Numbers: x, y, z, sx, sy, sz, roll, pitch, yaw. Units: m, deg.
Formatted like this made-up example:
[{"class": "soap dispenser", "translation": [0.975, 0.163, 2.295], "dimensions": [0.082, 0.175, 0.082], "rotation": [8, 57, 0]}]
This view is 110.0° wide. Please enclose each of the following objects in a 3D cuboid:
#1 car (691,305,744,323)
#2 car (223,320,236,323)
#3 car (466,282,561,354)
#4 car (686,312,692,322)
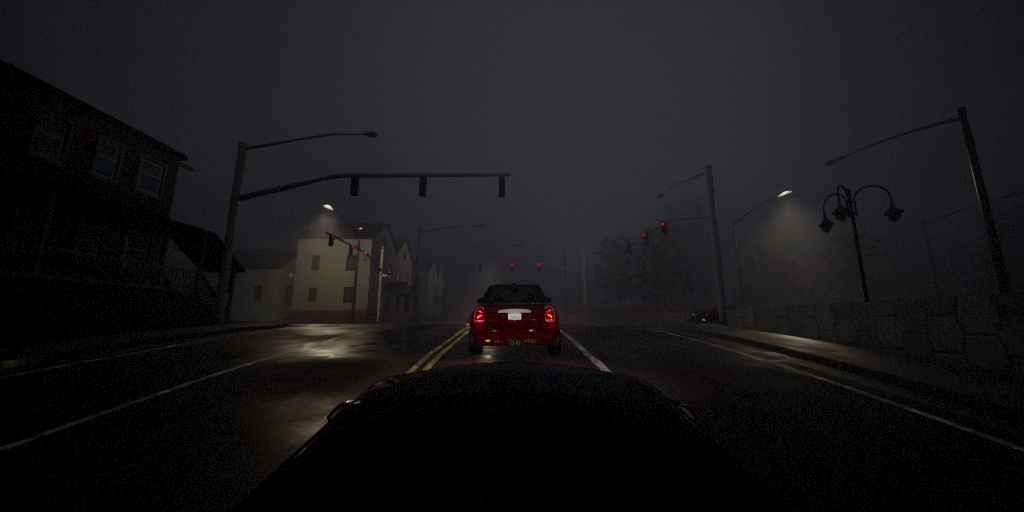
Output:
[{"class": "car", "translation": [15.312, 4.063, 24.568], "dimensions": [4.718, 1.301, 1.895], "rotation": [0, -10, 0]}, {"class": "car", "translation": [-19.893, 5.152, 24.880], "dimensions": [5.008, 1.535, 1.882], "rotation": [-9, -10, 0]}, {"class": "car", "translation": [0.061, 1.564, 10.044], "dimensions": [2.097, 1.767, 4.553], "rotation": [-1, -6, 0]}, {"class": "car", "translation": [16.309, 4.622, 28.274], "dimensions": [4.902, 1.511, 2.128], "rotation": [0, -10, 1]}]
